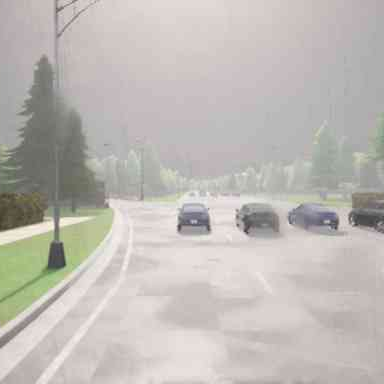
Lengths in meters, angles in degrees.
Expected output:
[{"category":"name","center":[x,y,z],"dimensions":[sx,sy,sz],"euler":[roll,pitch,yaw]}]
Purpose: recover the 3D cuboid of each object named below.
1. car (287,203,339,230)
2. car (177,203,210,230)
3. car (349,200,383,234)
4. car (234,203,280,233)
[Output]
[{"category":"car","center":[7.104,1.387,19.792],"dimensions":[1.812,1.442,4.674],"euler":[0,0,0]},{"category":"car","center":[0.104,1.387,19.824],"dimensions":[1.812,1.442,4.674],"euler":[0,0,0]},{"category":"car","center":[10.603,1.222,18.478],"dimensions":[2.097,1.767,4.553],"euler":[0,0,0]},{"category":"car","center":[3.605,1.373,18.859],"dimensions":[1.837,1.490,4.892],"euler":[0,0,0]}]
